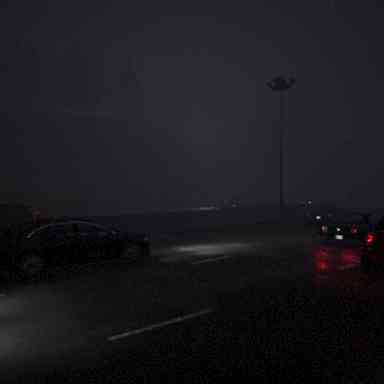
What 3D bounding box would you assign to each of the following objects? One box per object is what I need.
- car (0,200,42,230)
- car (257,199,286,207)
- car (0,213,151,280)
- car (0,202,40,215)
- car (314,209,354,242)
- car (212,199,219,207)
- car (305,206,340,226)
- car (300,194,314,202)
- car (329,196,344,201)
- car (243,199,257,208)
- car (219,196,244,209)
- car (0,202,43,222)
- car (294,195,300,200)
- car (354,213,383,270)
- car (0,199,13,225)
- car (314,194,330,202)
[{"bbox_3d":[-12.308,1.440,21.290,4.553,1.767,2.097,0,0,-40],"label":"car"},{"bbox_3d":[10.568,1.768,43.128,1.895,1.301,4.718,0,0,34],"label":"car"},{"bbox_3d":[-3.605,1.534,10.157,4.902,1.511,2.128,0,0,-38],"label":"car"},{"bbox_3d":[-10.918,1.427,17.982,4.553,1.767,2.097,0,0,-38],"label":"car"},{"bbox_3d":[7.889,1.662,15.928,1.895,1.301,4.718,0,0,44],"label":"car"},{"bbox_3d":[5.099,1.701,53.787,2.128,1.511,4.902,0,0,34],"label":"car"},{"bbox_3d":[9.478,1.653,23.217,1.994,1.385,4.181,0,0,39],"label":"car"},{"bbox_3d":[29.741,1.430,84.048,2.150,2.045,5.566,0,0,34],"label":"car"},{"bbox_3d":[34.573,1.681,78.687,1.882,1.535,5.008,0,0,34],"label":"car"},{"bbox_3d":[9.525,1.751,47.832,1.994,1.385,4.181,0,0,34],"label":"car"},{"bbox_3d":[6.446,1.545,49.525,2.097,1.767,4.553,0,0,34],"label":"car"},{"bbox_3d":[-15.341,1.620,27.795,4.892,1.490,1.837,0,0,-40],"label":"car"},{"bbox_3d":[28.472,1.572,88.434,1.837,1.490,4.892,0,0,34],"label":"car"},{"bbox_3d":[7.039,1.391,10.205,4.553,1.767,2.097,0,0,-43],"label":"car"},{"bbox_3d":[-15.328,1.450,23.371,4.553,1.767,2.097,0,0,-38],"label":"car"},{"bbox_3d":[32.646,1.422,82.096,2.150,2.045,5.566,0,0,34],"label":"car"}]
